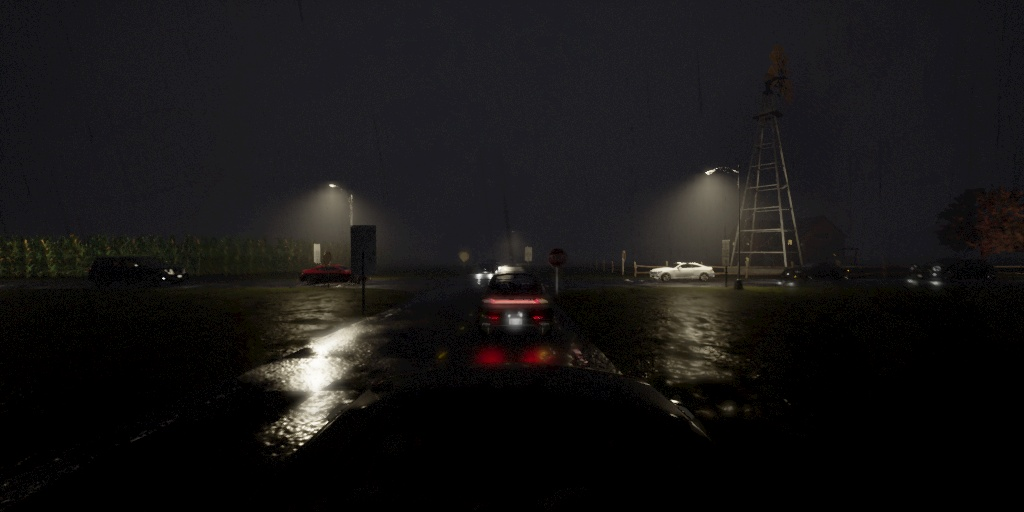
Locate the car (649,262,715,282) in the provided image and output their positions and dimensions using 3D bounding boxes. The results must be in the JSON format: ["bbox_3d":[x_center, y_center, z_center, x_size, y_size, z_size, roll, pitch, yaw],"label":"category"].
[{"bbox_3d":[13.015,1.194,27.563,4.674,1.442,1.812,0,1,0],"label":"car"}]

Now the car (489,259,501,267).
[{"bbox_3d":[-2.925,1.294,63.678,1.895,1.301,4.718,0,0,0],"label":"car"}]

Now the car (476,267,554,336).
[{"bbox_3d":[0.094,1.239,10.367,2.128,1.511,4.902,0,0,0],"label":"car"}]

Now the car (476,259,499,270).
[{"bbox_3d":[-2.928,1.287,41.529,1.994,1.385,4.181,0,0,1],"label":"car"}]

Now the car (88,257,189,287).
[{"bbox_3d":[-26.053,1.068,25.091,5.566,2.045,2.150,0,1,-1],"label":"car"}]

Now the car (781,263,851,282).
[{"bbox_3d":[23.073,1.198,27.316,4.181,1.385,1.994,0,1,2],"label":"car"}]

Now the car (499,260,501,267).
[{"bbox_3d":[-2.934,1.215,51.894,1.837,1.490,4.892,0,0,0],"label":"car"}]

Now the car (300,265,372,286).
[{"bbox_3d":[-12.382,1.319,25.318,4.674,1.442,1.812,0,1,-3],"label":"car"}]

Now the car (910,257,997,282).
[{"bbox_3d":[33.052,0.947,26.964,4.553,1.767,2.097,0,1,2],"label":"car"}]
